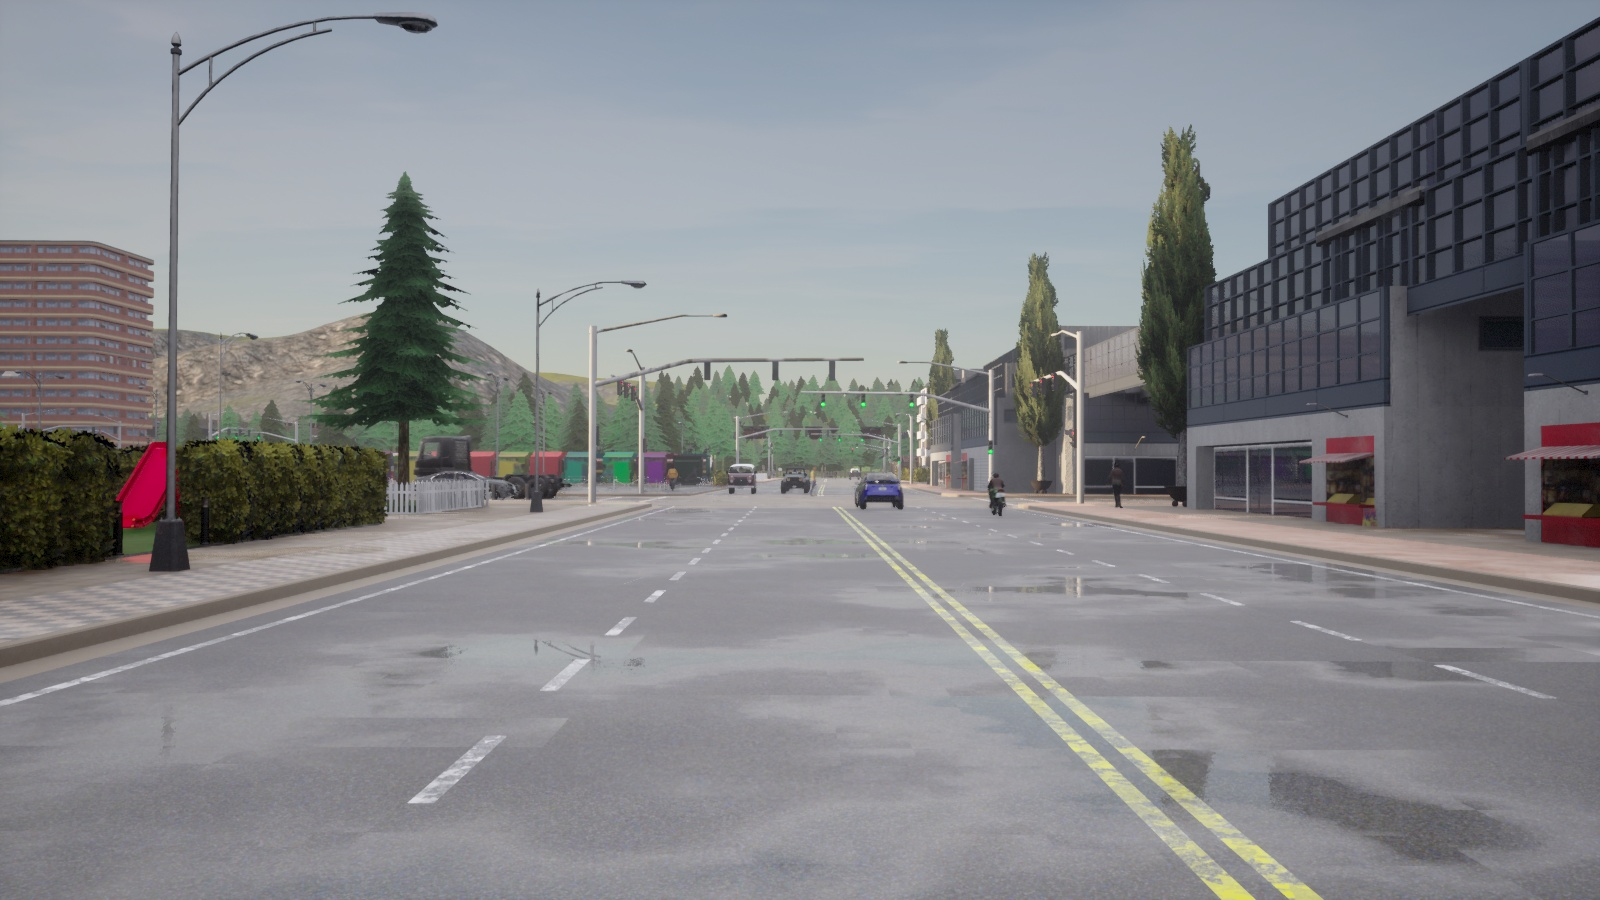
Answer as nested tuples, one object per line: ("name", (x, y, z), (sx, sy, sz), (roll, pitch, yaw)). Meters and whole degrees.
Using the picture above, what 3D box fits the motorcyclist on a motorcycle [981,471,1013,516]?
("motorcyclist on a motorcycle", (6.891, 1.506, 43.997), (0.797, 1.523, 2.044), (0, -1, 0))

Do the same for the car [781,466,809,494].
("car", (-0.334, 2.079, 87.593), (1.905, 1.878, 3.866), (0, -1, 1))

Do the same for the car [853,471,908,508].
("car", (3.350, 1.639, 53.197), (2.007, 1.525, 4.514), (0, -1, 0))

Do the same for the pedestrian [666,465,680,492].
("pedestrian", (-8.642, 1.936, 85.289), (0.874, 1.855, 0.900), (0, -1, -1))

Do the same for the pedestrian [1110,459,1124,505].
("pedestrian", (12.454, 1.250, 49.322), (0.328, 1.805, 0.869), (0, -1, 3))

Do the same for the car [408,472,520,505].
("car", (-16.275, 1.858, 61.007), (4.902, 1.511, 2.128), (0, -1, 0))

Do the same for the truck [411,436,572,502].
("truck", (-16.631, 1.039, 68.036), (7.936, 3.462, 2.891), (0, -1, 3))

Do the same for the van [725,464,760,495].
("van", (-3.870, 1.979, 85.083), (2.069, 2.038, 4.480), (0, -1, 1))
